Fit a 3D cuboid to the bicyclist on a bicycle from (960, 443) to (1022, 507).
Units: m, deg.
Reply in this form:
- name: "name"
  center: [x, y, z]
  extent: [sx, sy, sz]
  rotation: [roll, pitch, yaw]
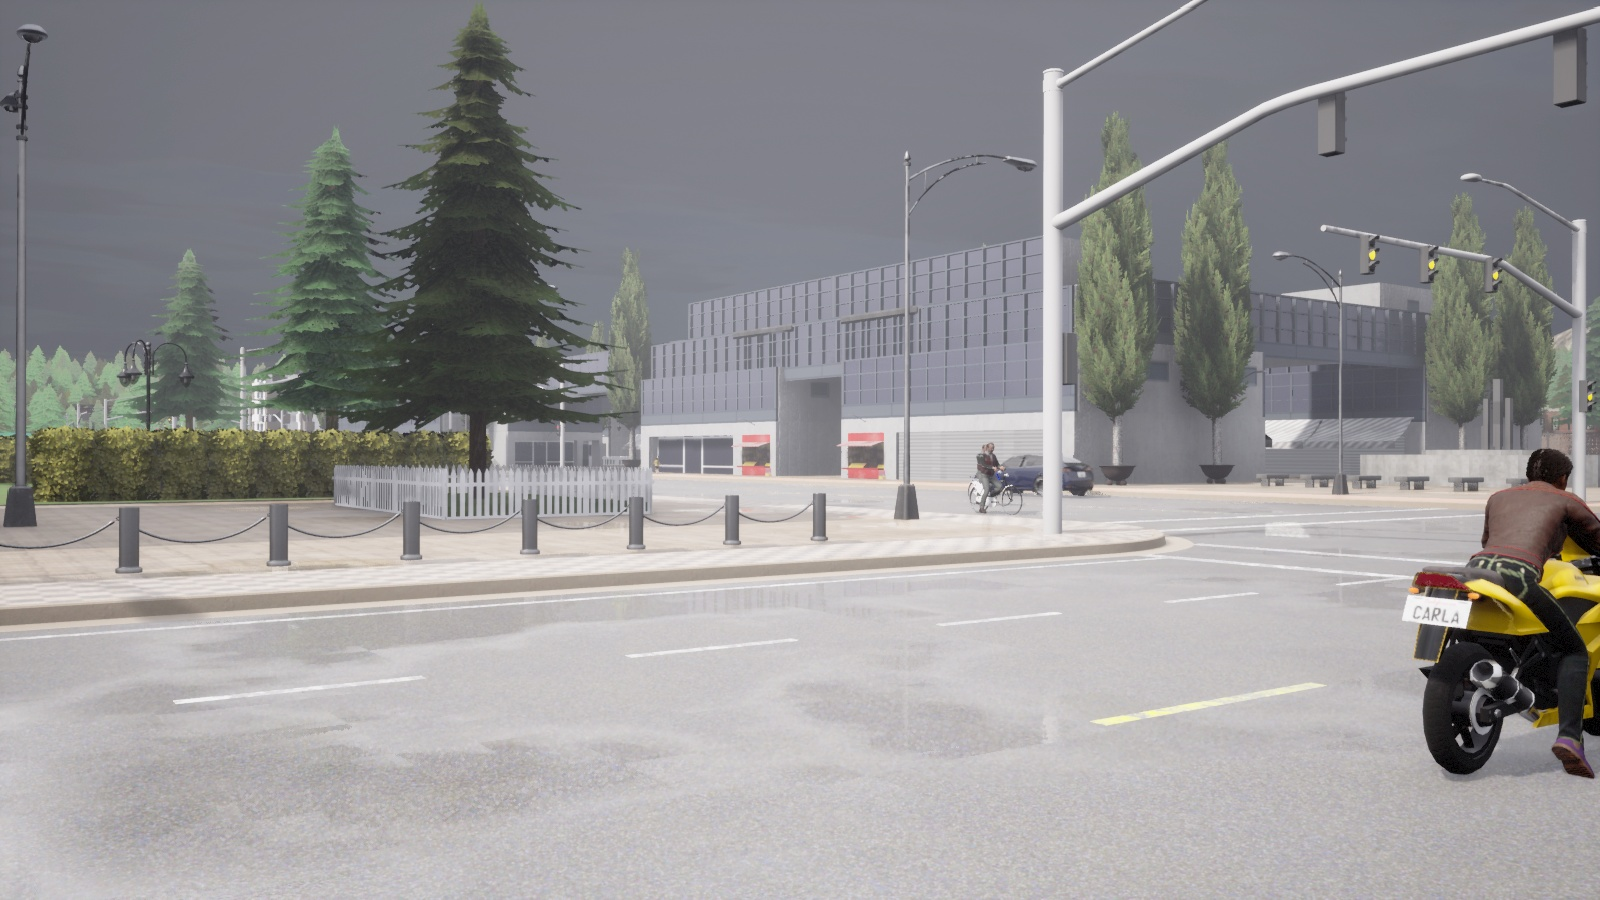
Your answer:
- name: "bicyclist on a bicycle"
  center: [5.441, 0.692, 35.879]
  extent: [0.659, 1.776, 1.843]
  rotation: [0, 0, -35]

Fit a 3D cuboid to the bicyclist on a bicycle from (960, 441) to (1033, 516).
- name: "bicyclist on a bicycle"
  center: [4.793, 0.680, 30.691]
  extent: [0.659, 1.776, 1.843]
  rotation: [0, 0, -35]

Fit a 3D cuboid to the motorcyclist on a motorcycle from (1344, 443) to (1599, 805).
- name: "motorcyclist on a motorcycle"
  center: [3.643, 0.734, 6.198]
  extent: [2.044, 1.523, 0.797]
  rotation: [0, 0, -35]

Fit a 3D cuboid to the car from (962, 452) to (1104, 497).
- name: "car"
  center: [8.127, 0.836, 44.262]
  extent: [2.163, 1.488, 4.792]
  rotation: [0, 0, -35]

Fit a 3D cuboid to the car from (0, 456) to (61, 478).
- name: "car"
  center: [-50.861, 1.098, 81.019]
  extent: [5.357, 1.411, 2.033]
  rotation: [0, 0, -35]
